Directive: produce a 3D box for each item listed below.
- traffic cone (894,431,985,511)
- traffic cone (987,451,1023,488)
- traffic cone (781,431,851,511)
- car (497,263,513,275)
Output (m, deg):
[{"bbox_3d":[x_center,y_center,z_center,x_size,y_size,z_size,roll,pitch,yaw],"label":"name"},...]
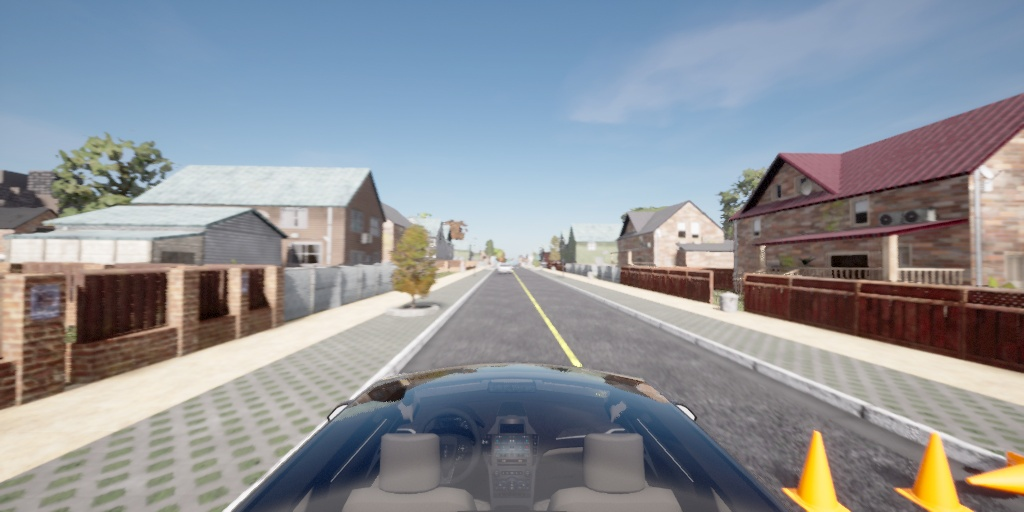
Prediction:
[{"bbox_3d":[3.514,1.760,2.979,0.340,0.580,0.340,0,0,-1],"label":"traffic cone"},{"bbox_3d":[4.388,1.599,3.002,0.340,0.580,0.340,0,0,-2],"label":"traffic cone"},{"bbox_3d":[2.514,1.747,2.959,0.340,0.580,0.340,0,0,-1],"label":"traffic cone"},{"bbox_3d":[-0.952,1.708,47.998,1.812,1.442,4.674,1,-1,-1],"label":"car"}]
